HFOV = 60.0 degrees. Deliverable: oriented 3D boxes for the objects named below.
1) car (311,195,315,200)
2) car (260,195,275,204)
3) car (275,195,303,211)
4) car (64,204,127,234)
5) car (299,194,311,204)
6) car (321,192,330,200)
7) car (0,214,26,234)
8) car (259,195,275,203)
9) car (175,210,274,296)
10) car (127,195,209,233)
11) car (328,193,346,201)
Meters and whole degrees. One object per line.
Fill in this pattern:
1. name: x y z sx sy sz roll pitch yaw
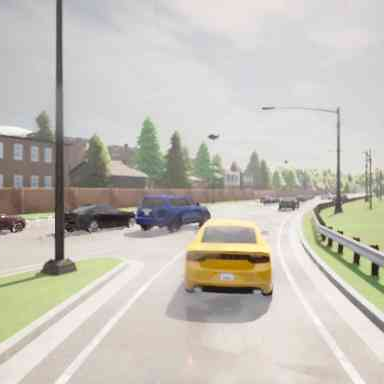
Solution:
1. car: 30.203 1.396 85.245 2.033 1.411 5.357 0 0 31
2. car: 14.083 1.503 58.260 1.895 1.301 4.718 0 0 31
3. car: 11.820 1.437 40.289 1.837 1.490 4.892 0 0 27
4. car: -5.291 1.445 19.277 1.882 1.535 5.008 0 0 31
5. car: 19.982 1.400 61.280 1.837 1.490 4.892 0 0 31
6. car: 35.366 1.079 87.036 2.150 2.045 5.566 0 0 31
7. car: -10.858 1.498 16.825 1.812 1.442 4.674 0 0 31
8. car: 15.045 1.414 66.653 1.812 1.442 4.674 0 0 31
9. car: 1.013 1.463 8.769 1.882 1.535 5.008 0 0 8
10. car: -0.975 1.191 19.660 2.150 2.045 5.566 0 0 31
11. car: 34.268 1.406 78.423 2.033 1.411 5.357 0 0 31
